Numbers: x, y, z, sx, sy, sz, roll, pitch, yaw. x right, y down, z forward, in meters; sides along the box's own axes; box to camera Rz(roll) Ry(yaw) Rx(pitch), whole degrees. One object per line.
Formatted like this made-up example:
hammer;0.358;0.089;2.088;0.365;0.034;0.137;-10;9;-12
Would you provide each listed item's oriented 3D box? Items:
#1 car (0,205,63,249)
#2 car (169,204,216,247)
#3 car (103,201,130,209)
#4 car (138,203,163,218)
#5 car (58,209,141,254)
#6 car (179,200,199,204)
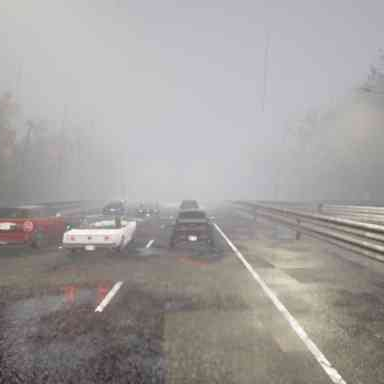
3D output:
car;-6.988;1.353;14.608;2.097;1.767;4.553;0;0;-1
car;0.010;1.504;14.986;1.837;1.490;4.892;0;0;-1
car;-7.267;1.574;32.200;1.994;1.385;4.181;0;0;-1
car;-3.718;1.608;30.046;1.895;1.301;4.718;0;0;-1
car;-3.474;1.601;13.515;1.895;1.301;4.718;0;0;-1
car;-0.281;1.485;32.960;1.882;1.535;5.008;0;0;-1
